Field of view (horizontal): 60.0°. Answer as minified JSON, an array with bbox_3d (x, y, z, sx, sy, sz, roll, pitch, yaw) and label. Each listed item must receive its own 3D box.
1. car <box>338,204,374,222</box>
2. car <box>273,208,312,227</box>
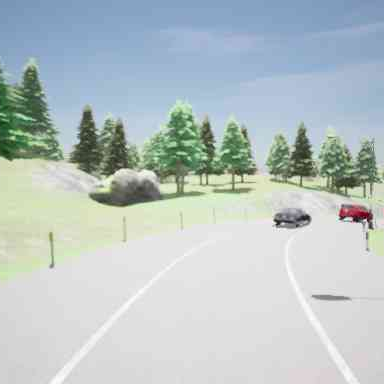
[{"bbox_3d":[19.664,2.509,39.765,5.566,2.045,2.150,5,0,-40],"label":"car"},{"bbox_3d":[8.115,1.983,26.587,2.033,1.411,5.357,2,-1,32],"label":"car"}]
